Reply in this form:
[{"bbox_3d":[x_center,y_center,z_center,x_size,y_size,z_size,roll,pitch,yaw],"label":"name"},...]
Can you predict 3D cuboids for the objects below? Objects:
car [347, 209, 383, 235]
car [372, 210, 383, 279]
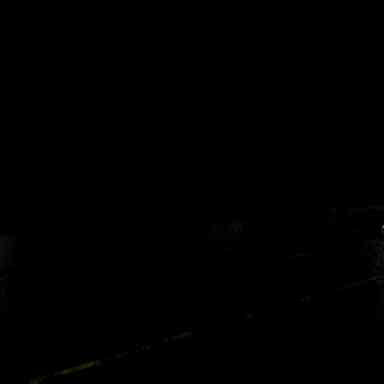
[{"bbox_3d":[9.998,1.567,17.645,4.313,1.339,1.947,0,0,-36],"label":"car"},{"bbox_3d":[6.624,1.353,8.038,4.553,1.767,2.097,0,0,-35],"label":"car"}]
